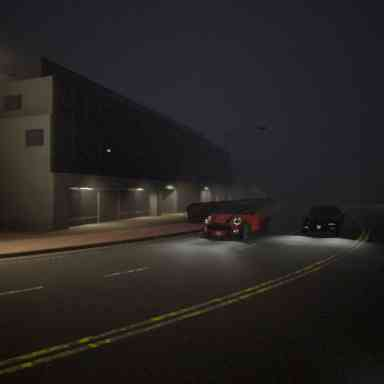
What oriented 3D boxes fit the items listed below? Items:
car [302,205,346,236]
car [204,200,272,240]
[{"bbox_3d":[7.519,1.509,18.804,1.837,1.490,4.892,0,0,29],"label":"car"},{"bbox_3d":[2.476,1.355,17.375,2.097,1.767,4.553,0,0,34],"label":"car"}]
